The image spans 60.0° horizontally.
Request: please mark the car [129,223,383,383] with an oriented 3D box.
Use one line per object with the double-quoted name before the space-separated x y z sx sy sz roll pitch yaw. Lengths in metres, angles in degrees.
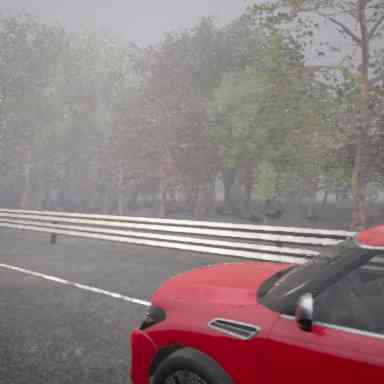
"car" 2.030 1.226 2.556 5.566 2.045 2.150 1 0 35
